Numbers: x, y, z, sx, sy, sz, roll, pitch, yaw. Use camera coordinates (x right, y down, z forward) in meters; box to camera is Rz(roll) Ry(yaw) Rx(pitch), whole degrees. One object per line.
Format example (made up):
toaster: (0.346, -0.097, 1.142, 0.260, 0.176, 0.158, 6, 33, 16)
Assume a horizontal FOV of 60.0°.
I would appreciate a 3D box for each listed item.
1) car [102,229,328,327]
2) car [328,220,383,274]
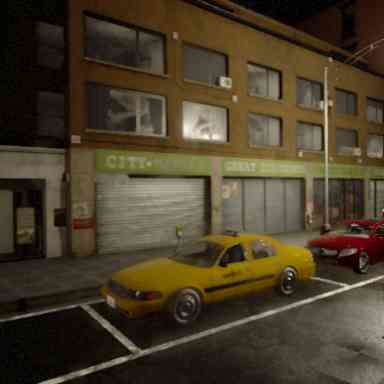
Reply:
car: (0.606, 1.503, 6.974, 4.829, 1.417, 1.752, 0, 0, -35)
car: (5.220, 1.533, 10.265, 4.206, 1.307, 1.802, 0, 0, -35)
